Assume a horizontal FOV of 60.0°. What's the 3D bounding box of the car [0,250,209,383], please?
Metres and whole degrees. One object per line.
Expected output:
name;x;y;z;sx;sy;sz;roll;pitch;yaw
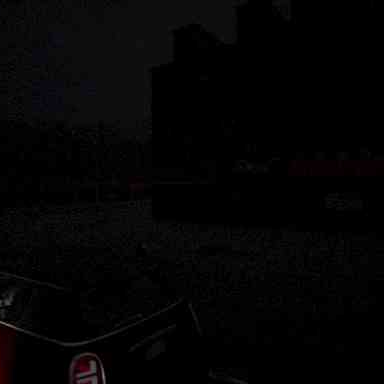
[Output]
car;-1.906;1.479;4.162;4.097;1.590;1.967;-1;0;35
